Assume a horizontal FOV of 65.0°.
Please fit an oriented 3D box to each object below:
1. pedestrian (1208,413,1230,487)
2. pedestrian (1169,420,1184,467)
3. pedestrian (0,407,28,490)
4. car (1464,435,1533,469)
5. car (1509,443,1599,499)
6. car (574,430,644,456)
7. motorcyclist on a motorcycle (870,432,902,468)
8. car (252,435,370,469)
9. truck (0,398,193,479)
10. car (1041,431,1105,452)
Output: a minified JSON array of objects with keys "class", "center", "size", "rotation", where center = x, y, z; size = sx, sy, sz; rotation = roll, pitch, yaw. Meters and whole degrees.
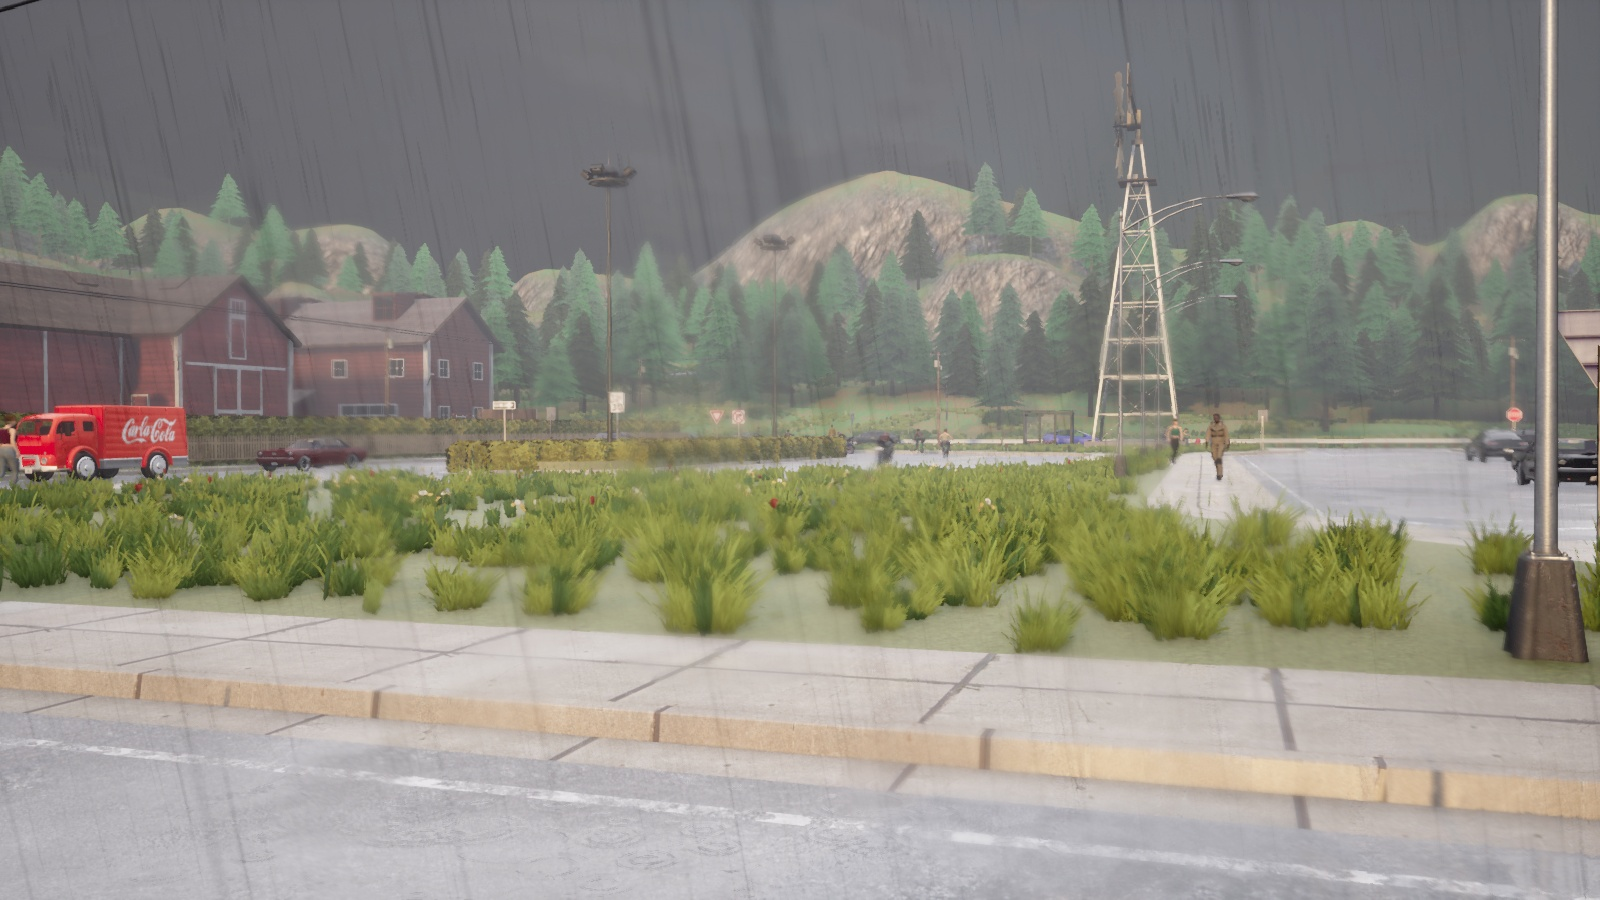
[{"class":"pedestrian","center":[11.048,-0.007,33.127],"size":[0.396,1.930,0.692],"rotation":[1,1,32]},{"class":"pedestrian","center":[14.681,-0.247,48.990],"size":[0.345,1.836,0.594],"rotation":[0,1,-4]},{"class":"pedestrian","center":[-17.619,-0.035,28.001],"size":[0.345,1.836,0.594],"rotation":[0,1,14]},{"class":"car","center":[31.259,0.067,56.343],"size":[1.812,1.442,4.674],"rotation":[1,1,18]},{"class":"car","center":[19.841,0.485,32.254],"size":[1.895,1.301,4.718],"rotation":[1,1,18]},{"class":"car","center":[-11.450,-0.472,75.675],"size":[2.128,1.511,4.902],"rotation":[1,1,19]},{"class":"motorcyclist on a motorcycle","center":[3.831,-0.017,55.765],"size":[0.866,1.530,2.191],"rotation":[1,1,18]},{"class":"car","center":[-19.739,0.037,50.943],"size":[1.895,1.301,4.718],"rotation":[1,1,19]},{"class":"truck","center":[-22.994,-0.407,41.217],"size":[2.627,2.467,5.204],"rotation":[1,1,18]},{"class":"car","center":[20.738,-0.677,95.440],"size":[4.514,1.525,2.007],"rotation":[1,1,19]}]
